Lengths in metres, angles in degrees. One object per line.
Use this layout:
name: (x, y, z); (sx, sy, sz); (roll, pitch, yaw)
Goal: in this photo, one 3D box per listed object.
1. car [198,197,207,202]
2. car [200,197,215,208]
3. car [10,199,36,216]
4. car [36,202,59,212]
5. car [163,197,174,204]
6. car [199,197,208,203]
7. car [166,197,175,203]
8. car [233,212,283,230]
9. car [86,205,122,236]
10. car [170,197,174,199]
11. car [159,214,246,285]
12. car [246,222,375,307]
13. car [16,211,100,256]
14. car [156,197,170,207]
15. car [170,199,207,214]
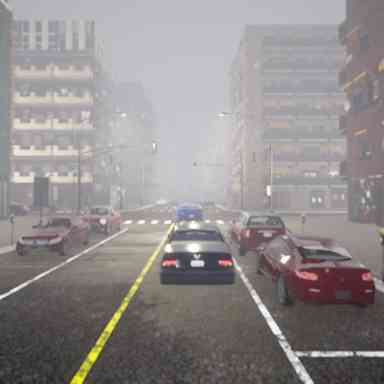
car: (2.672, 1.884, 85.424); (2.008, 1.369, 4.403); (1, 0, 0)
car: (2.633, 1.753, 51.399); (2.008, 1.369, 4.403); (1, 0, 0)
car: (-17.527, 1.355, 30.363); (5.009, 1.841, 2.192); (0, -1, 0)
car: (-17.580, 1.734, 38.237); (4.313, 1.339, 1.947); (0, -1, 0)
car: (-5.222, 1.855, 74.062); (1.947, 1.339, 4.313); (1, 0, 0)
car: (2.666, 1.856, 79.754); (1.887, 1.381, 4.507); (1, 0, 0)
car: (-5.215, 1.856, 79.733); (1.887, 1.381, 4.507); (1, 0, 0)
car: (2.590, 1.494, 13.301); (1.967, 1.590, 4.097); (1, 0, 0)
car: (-5.292, 1.516, 18.837); (1.967, 1.590, 4.097); (1, 0, 0)
car: (-5.228, 1.792, 68.221); (1.752, 1.417, 4.829); (1, 0, 0)
car: (0.111, 1.587, 9.625); (2.033, 1.411, 5.357); (0, 0, 0)
car: (2.582, 1.614, 7.751); (1.802, 1.307, 4.206); (1, 0, 0)
car: (-5.296, 1.635, 13.287); (1.802, 1.307, 4.206); (1, 0, 0)
car: (-5.241, 1.749, 56.879); (1.752, 1.417, 4.829); (1, 0, 0)
car: (-0.406, 1.582, 26.228); (1.882, 1.535, 5.008); (0, 0, -8)
